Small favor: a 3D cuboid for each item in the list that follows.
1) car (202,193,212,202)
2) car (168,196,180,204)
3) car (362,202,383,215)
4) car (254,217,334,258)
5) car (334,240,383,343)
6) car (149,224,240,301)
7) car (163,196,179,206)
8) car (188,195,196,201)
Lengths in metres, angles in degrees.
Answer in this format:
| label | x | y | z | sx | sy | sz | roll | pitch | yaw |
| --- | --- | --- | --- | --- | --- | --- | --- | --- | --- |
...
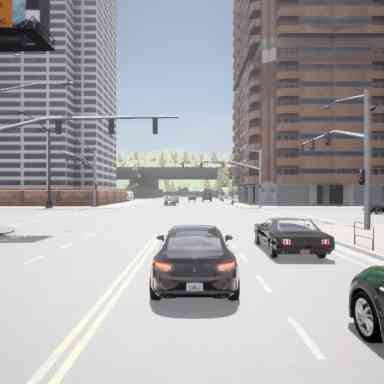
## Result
| label | x | y | z | sx | sy | sz | roll | pitch | yaw |
| --- | --- | --- | --- | --- | --- | --- | --- | --- | --- |
| car | 3.534 | 1.225 | 77.979 | 2.150 | 2.045 | 5.566 | 0 | 0 | 0 |
| car | -3.513 | 1.491 | 65.201 | 2.128 | 1.511 | 4.902 | 0 | 0 | 1 |
| car | 19.971 | 1.601 | 33.697 | 4.718 | 1.301 | 1.895 | 0 | 0 | 1 |
| car | 3.608 | 1.601 | 12.679 | 1.895 | 1.301 | 4.718 | 0 | 0 | 1 |
| car | 3.601 | 1.352 | 3.594 | 2.097 | 1.767 | 4.553 | 0 | 0 | 0 |
| car | 0.064 | 1.526 | 8.227 | 1.812 | 1.442 | 4.674 | 0 | 0 | 0 |
| car | -3.577 | 1.491 | 54.797 | 2.128 | 1.511 | 4.902 | 0 | 0 | -1 |
| car | 0.033 | 1.425 | 77.270 | 1.837 | 1.490 | 4.892 | 0 | 0 | 0 |
